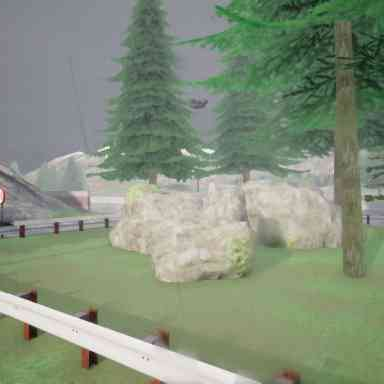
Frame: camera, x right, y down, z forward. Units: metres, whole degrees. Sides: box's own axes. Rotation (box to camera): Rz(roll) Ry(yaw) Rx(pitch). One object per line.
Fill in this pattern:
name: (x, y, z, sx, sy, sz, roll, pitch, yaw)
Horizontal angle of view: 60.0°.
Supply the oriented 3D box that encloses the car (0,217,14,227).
car: (-10.922, 1.358, 15.455, 5.357, 1.411, 2.033, 0, 0, 17)
